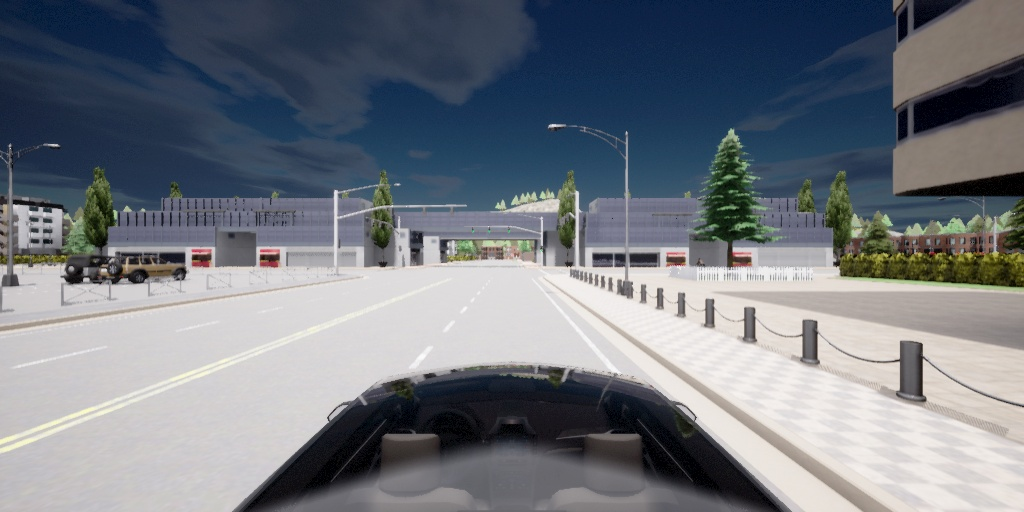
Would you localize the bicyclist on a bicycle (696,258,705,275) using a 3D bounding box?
[{"bbox_3d":[18.163,1.025,34.543,0.582,1.620,1.656,0,0,0],"label":"bicyclist on a bicycle"}]
